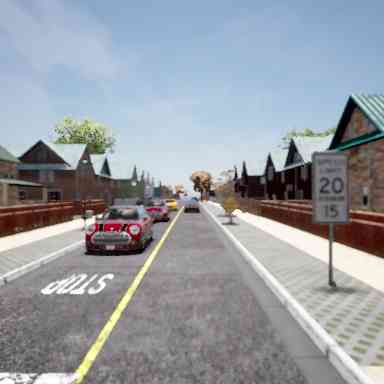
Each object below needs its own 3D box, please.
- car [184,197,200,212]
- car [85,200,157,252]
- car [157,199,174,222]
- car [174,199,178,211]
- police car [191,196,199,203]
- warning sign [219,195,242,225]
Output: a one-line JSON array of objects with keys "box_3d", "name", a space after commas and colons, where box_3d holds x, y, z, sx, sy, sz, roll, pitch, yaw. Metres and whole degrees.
[{"box_3d": [0.003, 1.668, 39.800, 2.033, 1.411, 5.357, 0, 0, 0], "name": "car"}, {"box_3d": [-2.867, 1.367, 13.941, 2.097, 1.767, 4.553, 0, 0, 0], "name": "car"}, {"box_3d": [-2.880, 1.410, 26.799, 2.097, 1.767, 4.553, 0, 0, 0], "name": "car"}, {"box_3d": [-2.822, 1.617, 42.922, 1.882, 1.535, 5.008, 0, -1, 0], "name": "car"}, {"box_3d": [0.712, 1.989, 86.719, 1.930, 1.638, 5.238, 0, -1, 0], "name": "police car"}, {"box_3d": [2.479, 1.150, 21.619, 1.300, 1.860, 1.060, -1, -1, 0], "name": "warning sign"}]
